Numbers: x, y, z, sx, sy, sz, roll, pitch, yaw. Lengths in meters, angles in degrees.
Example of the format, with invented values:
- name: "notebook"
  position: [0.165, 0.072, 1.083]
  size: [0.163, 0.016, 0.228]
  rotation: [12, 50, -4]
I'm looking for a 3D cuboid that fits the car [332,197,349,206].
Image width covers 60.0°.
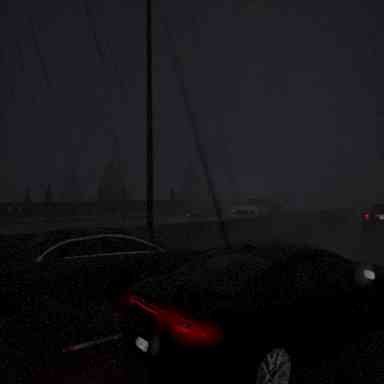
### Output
- name: "car"
  position: [27.038, 1.732, 60.417]
  size: [1.882, 1.535, 5.008]
  rotation: [0, 0, 39]

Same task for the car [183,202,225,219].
- name: "car"
  position: [1.222, 1.619, 28.892]
  size: [1.812, 1.442, 4.674]
  rotation: [0, 0, 42]

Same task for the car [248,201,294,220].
- name: "car"
  position: [7.370, 1.605, 30.630]
  size: [2.128, 1.511, 4.902]
  rotation: [0, 0, 40]

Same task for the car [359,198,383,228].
- name: "car"
  position: [11.669, 1.424, 19.416]
  size: [2.097, 1.767, 4.553]
  rotation: [0, 0, 43]

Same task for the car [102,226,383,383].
- name: "car"
  position: [1.429, 1.490, 5.070]
  size: [5.008, 1.535, 1.882]
  rotation: [1, 0, -37]

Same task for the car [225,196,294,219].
- name: "car"
  position: [4.944, 1.295, 22.612]
  size: [2.150, 2.045, 5.566]
  rotation: [0, 0, 43]

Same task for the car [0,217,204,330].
- name: "car"
  position: [-1.853, 1.499, 6.968]
  size: [4.902, 1.511, 2.128]
  rotation: [1, 0, -37]
